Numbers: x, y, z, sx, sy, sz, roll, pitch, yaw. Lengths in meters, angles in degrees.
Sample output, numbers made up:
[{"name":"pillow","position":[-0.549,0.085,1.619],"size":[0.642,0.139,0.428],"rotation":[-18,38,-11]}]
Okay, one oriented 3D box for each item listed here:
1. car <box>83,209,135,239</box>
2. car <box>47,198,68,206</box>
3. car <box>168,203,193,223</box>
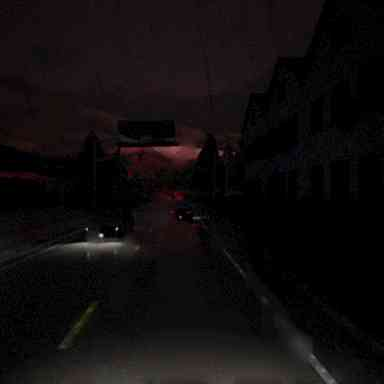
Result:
[{"name":"car","position":[-4.248,1.610,17.867],"size":[2.033,1.411,5.357],"rotation":[0,0,-2]},{"name":"car","position":[-24.687,1.891,62.157],"size":[4.611,1.667,2.242],"rotation":[0,0,-3]},{"name":"car","position":[-0.912,1.616,26.046],"size":[1.812,1.442,4.674],"rotation":[0,0,-2]}]
